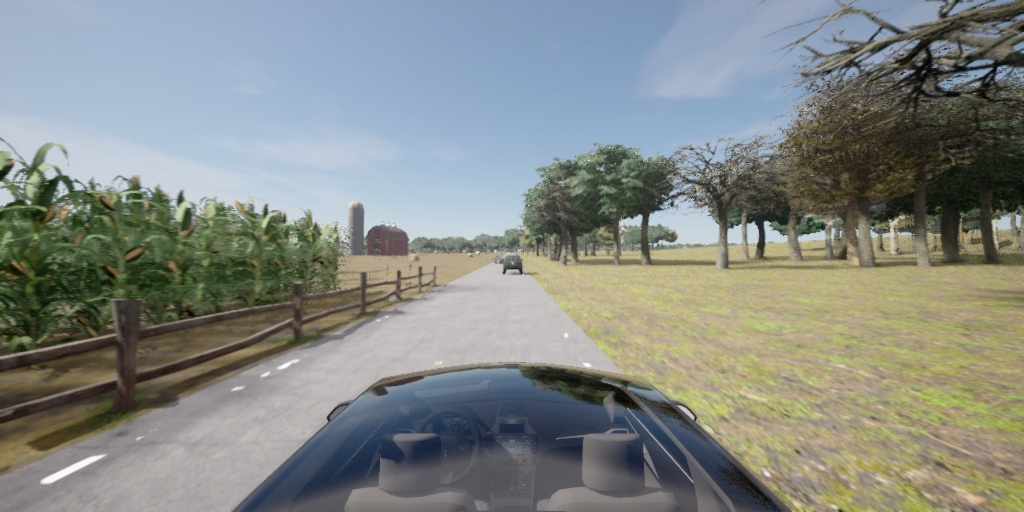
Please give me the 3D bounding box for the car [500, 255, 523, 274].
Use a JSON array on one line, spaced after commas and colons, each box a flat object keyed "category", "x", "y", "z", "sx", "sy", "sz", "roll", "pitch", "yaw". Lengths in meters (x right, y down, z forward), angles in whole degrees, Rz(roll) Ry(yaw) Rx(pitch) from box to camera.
[{"category": "car", "x": 0.097, "y": 0.887, "z": 40.576, "sx": 2.150, "sy": 2.045, "sz": 5.566, "roll": 0, "pitch": 0, "yaw": 0}]
